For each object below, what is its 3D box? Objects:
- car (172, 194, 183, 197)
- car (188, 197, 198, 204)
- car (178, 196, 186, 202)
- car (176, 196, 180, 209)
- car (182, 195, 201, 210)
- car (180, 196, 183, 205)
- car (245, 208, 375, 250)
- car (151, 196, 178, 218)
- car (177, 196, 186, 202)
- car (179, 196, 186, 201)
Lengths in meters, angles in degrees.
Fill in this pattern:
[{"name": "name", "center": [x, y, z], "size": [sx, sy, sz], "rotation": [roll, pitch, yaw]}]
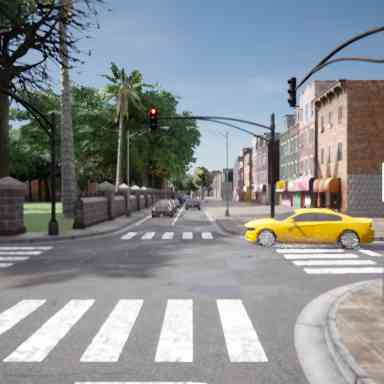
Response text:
[{"name": "car", "center": [-2.925, 1.403, 64.379], "size": [2.150, 2.045, 5.566], "rotation": [0, 0, 0]}, {"name": "car", "center": [0.155, 1.796, 68.229], "size": [1.895, 1.301, 4.718], "rotation": [0, 0, 0]}, {"name": "car", "center": [-2.567, 1.863, 87.628], "size": [2.008, 1.369, 4.403], "rotation": [-1, 0, 0]}, {"name": "car", "center": [-2.609, 1.498, 36.430], "size": [1.967, 1.590, 4.097], "rotation": [0, 0, 0]}, {"name": "car", "center": [0.139, 1.578, 44.657], "size": [2.128, 1.511, 4.902], "rotation": [0, 0, 0]}, {"name": "car", "center": [-2.600, 1.681, 47.808], "size": [1.802, 1.307, 4.206], "rotation": [0, 0, 0]}, {"name": "car", "center": [4.729, 1.435, 13.762], "size": [5.008, 1.535, 1.882], "rotation": [0, 0, 11]}, {"name": "car", "center": [-2.615, 1.482, 30.742], "size": [1.967, 1.590, 4.097], "rotation": [0, 0, 0]}, {"name": "car", "center": [-2.572, 1.820, 81.939], "size": [1.887, 1.381, 4.507], "rotation": [0, 0, 0]}, {"name": "car", "center": [-2.562, 1.917, 93.316], "size": [1.947, 1.339, 4.313], "rotation": [-1, 0, 0]}]
